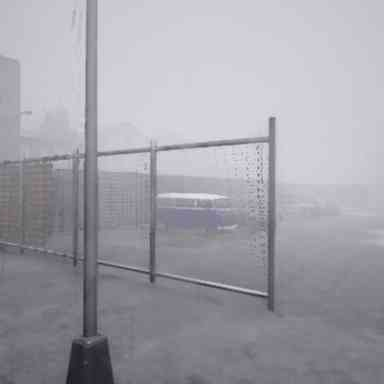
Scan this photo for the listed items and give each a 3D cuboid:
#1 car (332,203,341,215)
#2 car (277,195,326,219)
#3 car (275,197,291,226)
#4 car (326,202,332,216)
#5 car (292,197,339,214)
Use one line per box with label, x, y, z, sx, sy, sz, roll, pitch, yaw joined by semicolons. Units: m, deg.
car;11.275;1.278;30.788;4.611;1.667;2.242;1;0;36
car;8.572;1.170;27.446;3.866;1.878;1.905;1;0;36
car;4.837;1.332;23.826;3.633;1.501;1.845;1;0;36
car;10.531;1.387;28.702;2.207;1.379;1.481;1;0;36
car;12.521;1.340;33.796;4.193;1.474;1.816;1;0;36
